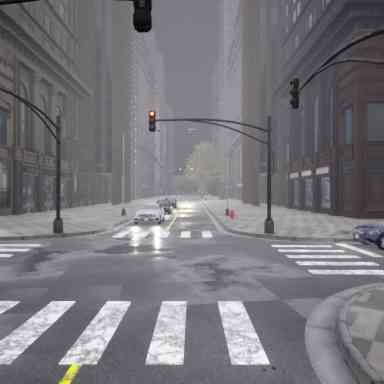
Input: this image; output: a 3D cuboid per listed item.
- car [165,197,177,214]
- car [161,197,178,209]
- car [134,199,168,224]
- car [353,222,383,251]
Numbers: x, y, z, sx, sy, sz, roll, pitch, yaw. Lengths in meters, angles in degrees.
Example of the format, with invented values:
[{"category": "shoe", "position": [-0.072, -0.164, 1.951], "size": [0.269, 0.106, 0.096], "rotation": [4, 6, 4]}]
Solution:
[{"category": "car", "position": [-3.044, 1.550, 34.998], "size": [2.033, 1.411, 5.357], "rotation": [0, 0, 0]}, {"category": "car", "position": [-3.015, 1.490, 45.478], "size": [1.882, 1.535, 5.008], "rotation": [0, 0, 0]}, {"category": "car", "position": [-3.060, 1.525, 24.588], "size": [1.812, 1.442, 4.674], "rotation": [0, 0, 0]}, {"category": "car", "position": [9.054, 1.556, 13.404], "size": [4.674, 1.442, 1.812], "rotation": [0, 0, 4]}]
